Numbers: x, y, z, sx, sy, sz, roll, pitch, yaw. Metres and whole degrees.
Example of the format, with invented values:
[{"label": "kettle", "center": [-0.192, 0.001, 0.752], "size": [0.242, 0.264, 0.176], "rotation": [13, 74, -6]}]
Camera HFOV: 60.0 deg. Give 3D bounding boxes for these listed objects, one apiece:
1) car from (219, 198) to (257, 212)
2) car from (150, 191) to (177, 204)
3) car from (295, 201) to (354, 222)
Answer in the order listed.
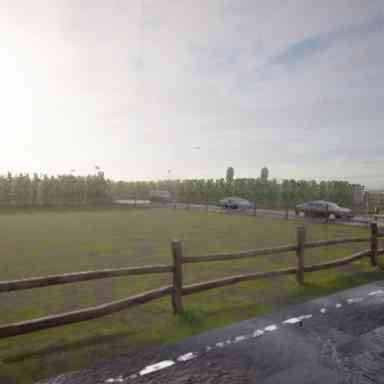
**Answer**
[{"label": "car", "center": [4.978, 1.379, 36.213], "size": [2.128, 1.511, 4.902], "rotation": [0, 1, -34]}, {"label": "car", "center": [-4.359, 0.878, 49.871], "size": [2.150, 2.045, 5.566], "rotation": [0, 1, -34]}, {"label": "car", "center": [10.885, 1.539, 27.533], "size": [1.837, 1.490, 4.892], "rotation": [0, 1, -33]}]
